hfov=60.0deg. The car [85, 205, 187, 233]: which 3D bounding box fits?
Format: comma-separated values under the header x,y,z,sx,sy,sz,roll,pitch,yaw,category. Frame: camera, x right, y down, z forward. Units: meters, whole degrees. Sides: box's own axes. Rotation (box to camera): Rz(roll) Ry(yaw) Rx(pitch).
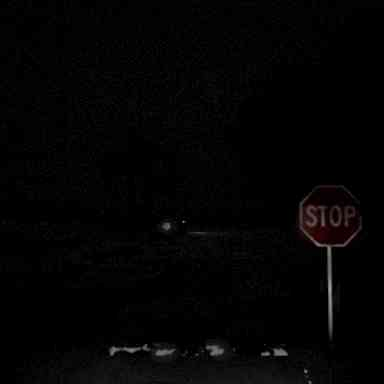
x,y,z,sx,sy,sz,roll,pitch,yaw,category
-2.955,1.418,18.095,5.357,1.411,2.033,2,-3,0,car
